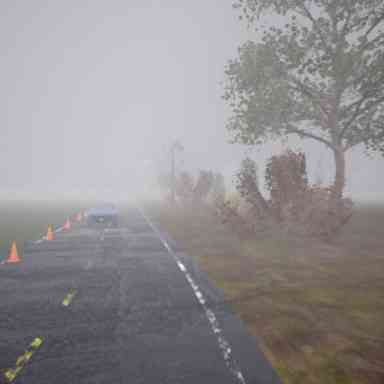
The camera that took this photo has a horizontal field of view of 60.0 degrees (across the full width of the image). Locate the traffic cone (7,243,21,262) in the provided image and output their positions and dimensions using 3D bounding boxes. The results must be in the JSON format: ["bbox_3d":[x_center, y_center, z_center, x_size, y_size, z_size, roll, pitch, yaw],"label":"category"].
[{"bbox_3d":[-5.813,1.951,10.879,0.340,0.580,0.340,0,0,-11],"label":"traffic cone"}]

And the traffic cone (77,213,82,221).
[{"bbox_3d":[-8.670,1.911,25.605,0.340,0.580,0.340,0,0,-11],"label":"traffic cone"}]

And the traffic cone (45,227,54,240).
[{"bbox_3d":[-6.765,1.939,15.788,0.340,0.580,0.340,0,0,-11],"label":"traffic cone"}]

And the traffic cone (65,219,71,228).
[{"bbox_3d":[-7.717,1.925,20.696,0.340,0.580,0.340,0,0,-11],"label":"traffic cone"}]

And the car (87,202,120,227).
[{"bbox_3d":[-6.035,1.429,22.907,1.882,1.535,5.008,0,0,-11],"label":"car"}]
